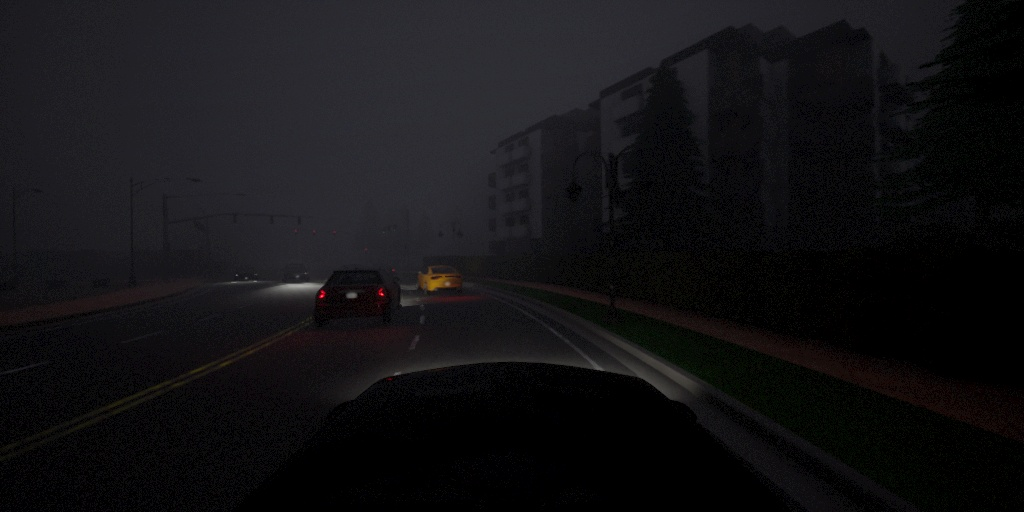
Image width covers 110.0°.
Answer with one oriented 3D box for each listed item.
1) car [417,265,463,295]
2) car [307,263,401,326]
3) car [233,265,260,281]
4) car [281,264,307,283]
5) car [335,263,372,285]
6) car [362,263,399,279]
[{"bbox_3d":[-4.204,1.261,20.472,1.882,1.535,5.008,0,0,-22],"label":"car"},{"bbox_3d":[-5.042,1.148,12.274,2.097,1.767,4.553,-1,0,-13],"label":"car"},{"bbox_3d":[-25.035,1.579,33.844,2.033,1.411,5.357,-1,0,-36],"label":"car"},{"bbox_3d":[-18.599,1.418,30.773,2.128,1.511,4.902,-1,0,-35],"label":"car"},{"bbox_3d":[-12.655,1.343,28.425,1.882,1.535,5.008,-1,0,-33],"label":"car"},{"bbox_3d":[-12.945,1.413,35.077,2.033,1.411,5.357,-1,0,-35],"label":"car"}]
